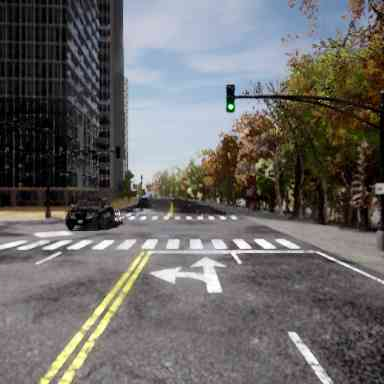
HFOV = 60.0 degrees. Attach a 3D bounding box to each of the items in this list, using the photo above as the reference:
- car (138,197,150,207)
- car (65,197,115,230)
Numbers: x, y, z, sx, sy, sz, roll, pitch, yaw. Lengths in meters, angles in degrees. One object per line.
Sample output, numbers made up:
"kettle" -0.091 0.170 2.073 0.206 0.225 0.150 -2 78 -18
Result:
"car" -8.375 1.716 58.117 1.882 1.535 5.008 0 0 -4
"car" -6.814 1.400 22.839 2.150 2.045 5.566 -1 1 -1
